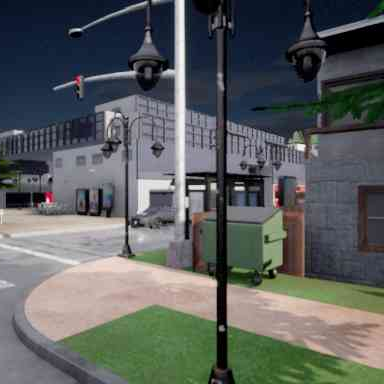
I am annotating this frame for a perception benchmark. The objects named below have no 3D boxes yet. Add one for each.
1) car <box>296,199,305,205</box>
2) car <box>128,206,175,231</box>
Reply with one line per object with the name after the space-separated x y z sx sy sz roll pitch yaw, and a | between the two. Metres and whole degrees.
12.999 1.549 38.370 2.128 1.511 4.902 0 0 42 | car
-2.047 1.622 21.308 1.994 1.385 4.181 0 0 41 | car
